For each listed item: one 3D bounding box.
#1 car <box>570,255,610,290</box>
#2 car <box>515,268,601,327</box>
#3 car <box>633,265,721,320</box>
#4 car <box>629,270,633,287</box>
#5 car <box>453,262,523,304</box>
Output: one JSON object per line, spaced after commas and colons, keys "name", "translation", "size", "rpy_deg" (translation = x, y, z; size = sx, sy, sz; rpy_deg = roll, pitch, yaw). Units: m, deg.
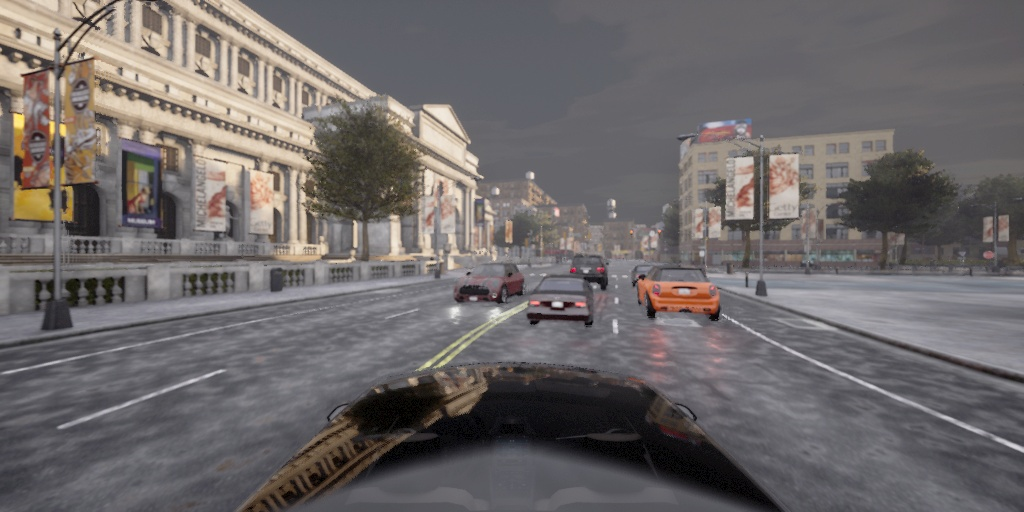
{"name": "car", "translation": [4.924, 0.953, 22.781], "size": [2.150, 2.045, 5.566], "rpy_deg": [0, 0, 16]}
{"name": "car", "translation": [1.717, 1.288, 11.638], "size": [2.033, 1.411, 5.357], "rpy_deg": [0, 0, 13]}
{"name": "car", "translation": [5.768, 1.100, 12.929], "size": [2.097, 1.767, 4.553], "rpy_deg": [0, 0, 15]}
{"name": "car", "translation": [8.905, 1.286, 23.912], "size": [2.033, 1.411, 5.357], "rpy_deg": [0, 0, 17]}
{"name": "car", "translation": [-0.866, 1.080, 16.181], "size": [2.097, 1.767, 4.553], "rpy_deg": [0, 0, 17]}
